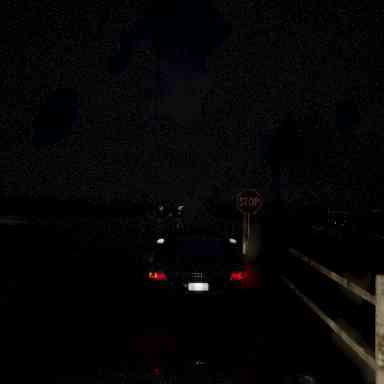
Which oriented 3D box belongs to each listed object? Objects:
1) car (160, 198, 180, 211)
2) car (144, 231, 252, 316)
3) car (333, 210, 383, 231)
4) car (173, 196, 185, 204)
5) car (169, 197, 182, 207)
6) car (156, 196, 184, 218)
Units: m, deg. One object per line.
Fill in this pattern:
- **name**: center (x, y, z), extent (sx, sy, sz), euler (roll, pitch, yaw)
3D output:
- **car**: center (-2.751, 1.521, 42.338), extent (2.128, 1.511, 4.902), euler (0, 0, 0)
- **car**: center (0.111, 1.567, 7.613), extent (1.994, 1.385, 4.181), euler (0, 0, 0)
- **car**: center (12.641, 2.058, 23.786), extent (4.892, 1.490, 1.837), euler (2, 0, -2)
- **car**: center (-2.624, 1.563, 67.919), extent (2.128, 1.511, 4.902), euler (0, 0, 1)
- **car**: center (-2.694, 1.611, 54.784), extent (1.994, 1.385, 4.181), euler (0, 0, 1)
- **car**: center (-2.155, 1.372, 30.383), extent (2.097, 1.767, 4.553), euler (0, 0, -9)
